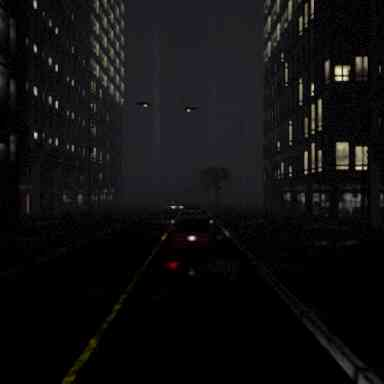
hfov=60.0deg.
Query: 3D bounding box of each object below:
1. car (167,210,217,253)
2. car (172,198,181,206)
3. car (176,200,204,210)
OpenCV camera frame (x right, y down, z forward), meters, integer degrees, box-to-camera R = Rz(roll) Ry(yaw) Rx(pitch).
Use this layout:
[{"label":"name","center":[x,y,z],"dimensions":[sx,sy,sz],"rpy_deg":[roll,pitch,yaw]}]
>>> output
[{"label":"car","center":[0.001,1.703,14.344],"dimensions":[1.994,1.385,4.181],"rpy_deg":[0,0,0]},{"label":"car","center":[-3.028,2.062,69.297],"dimensions":[2.097,1.767,4.553],"rpy_deg":[0,-1,0]},{"label":"car","center":[-0.007,1.778,29.293],"dimensions":[2.128,1.511,4.902],"rpy_deg":[0,0,0]}]
